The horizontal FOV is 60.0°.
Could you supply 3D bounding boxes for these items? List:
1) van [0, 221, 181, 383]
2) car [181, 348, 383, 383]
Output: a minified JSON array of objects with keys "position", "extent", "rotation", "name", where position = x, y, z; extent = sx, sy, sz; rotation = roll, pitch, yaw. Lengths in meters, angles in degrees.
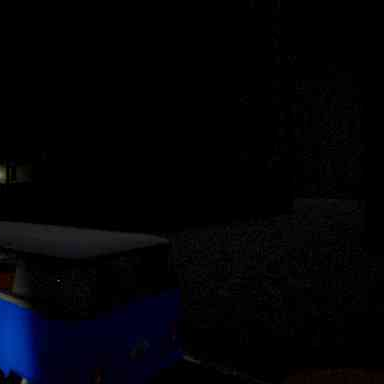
[{"position":[-2.027,1.349,4.415],"extent":[3.998,1.788,1.690],"rotation":[0,0,36],"name":"van"},{"position":[2.423,1.523,1.239],"extent":[4.829,1.417,1.752],"rotation":[0,0,36],"name":"car"}]
